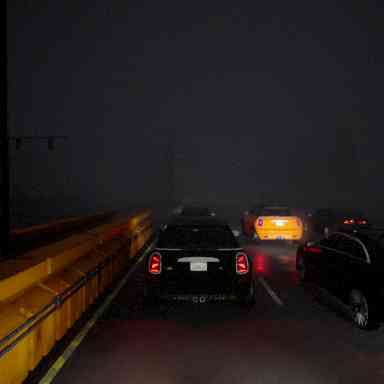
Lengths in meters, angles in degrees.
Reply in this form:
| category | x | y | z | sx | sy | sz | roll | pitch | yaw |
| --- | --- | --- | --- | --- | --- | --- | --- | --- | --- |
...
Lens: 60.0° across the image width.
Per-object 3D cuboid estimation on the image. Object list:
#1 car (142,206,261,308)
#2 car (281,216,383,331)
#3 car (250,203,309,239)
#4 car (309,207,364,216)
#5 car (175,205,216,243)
| category | x | y | z | sx | sy | sz | roll | pitch | yaw |
| --- | --- | --- | --- | --- | --- | --- | --- | --- | --- |
| car | 0.126 | 1.352 | 8.073 | 2.097 | 1.767 | 4.553 | 0 | 0 | 0 |
| car | 3.622 | 1.492 | 6.833 | 2.128 | 1.511 | 4.902 | 0 | 0 | 0 |
| car | 3.656 | 1.352 | 15.943 | 2.097 | 1.767 | 4.553 | 0 | 0 | 0 |
| car | 7.158 | 1.505 | 16.813 | 1.837 | 1.490 | 4.892 | 0 | 0 | 0 |
| car | 0.160 | 1.505 | 17.249 | 1.837 | 1.490 | 4.892 | 0 | 0 | 0 |
